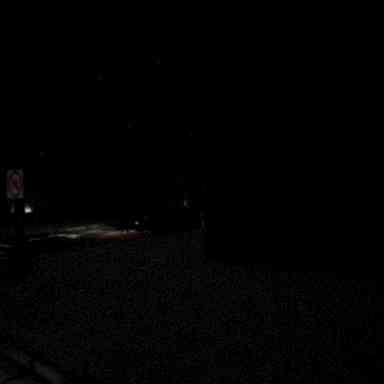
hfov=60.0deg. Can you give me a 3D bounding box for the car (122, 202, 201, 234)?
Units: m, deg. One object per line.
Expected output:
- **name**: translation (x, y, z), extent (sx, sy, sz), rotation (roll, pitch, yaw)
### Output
- **car**: translation (-1.413, 1.481, 19.395), extent (1.882, 1.535, 5.008), rotation (0, 0, 37)

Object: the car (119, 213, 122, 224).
- **car**: translation (-2.677, 1.489, 22.531), extent (1.882, 1.535, 5.008), rotation (0, 0, 36)
